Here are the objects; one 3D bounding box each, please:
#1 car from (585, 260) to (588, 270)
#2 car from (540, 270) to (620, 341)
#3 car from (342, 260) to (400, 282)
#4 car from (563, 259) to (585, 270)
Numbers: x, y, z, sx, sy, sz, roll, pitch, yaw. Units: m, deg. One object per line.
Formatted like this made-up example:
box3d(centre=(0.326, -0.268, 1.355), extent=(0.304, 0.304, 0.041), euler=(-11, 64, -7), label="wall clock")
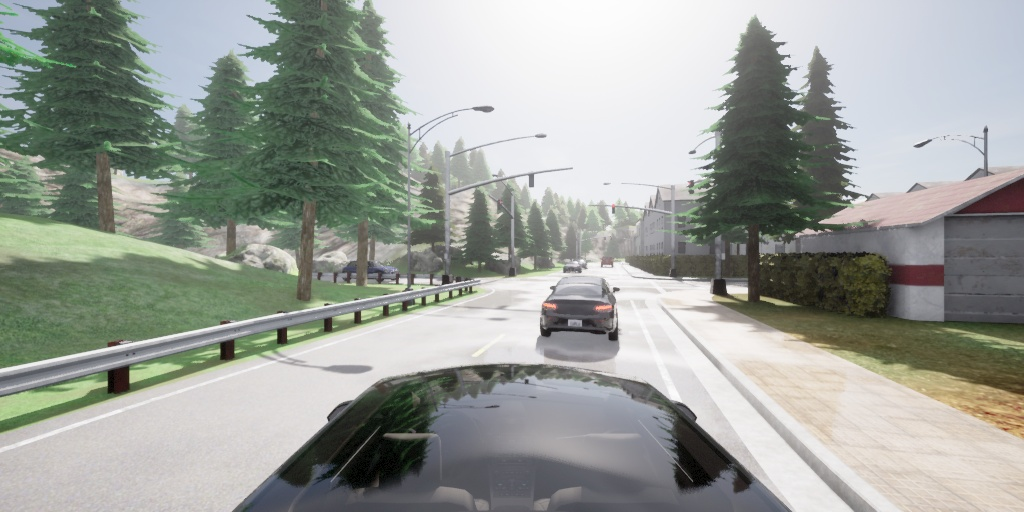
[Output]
box3d(centre=(10.123, 1.242, 53.063), extent=(2.128, 1.511, 4.902), euler=(0, 0, 16), label="car")
box3d(centre=(1.960, 1.276, 9.924), extent=(1.812, 1.442, 4.674), euler=(0, 0, 15), label="car")
box3d(centre=(-11.349, 1.117, 29.000), extent=(4.553, 1.767, 2.097), euler=(0, 0, 15), label="car")
box3d(centre=(7.363, 1.314, 43.195), extent=(1.994, 1.385, 4.181), euler=(0, 0, 16), label="car")
